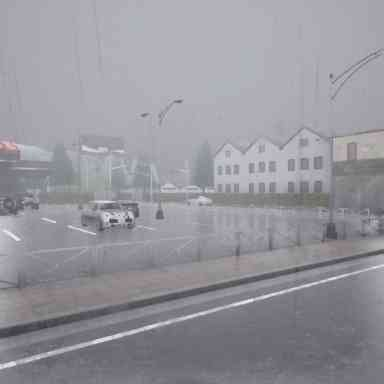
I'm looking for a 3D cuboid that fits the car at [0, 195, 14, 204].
[{"bbox_3d":[-38.453,1.498,66.624,4.611,1.667,2.242,0,0,-36],"label":"car"}]

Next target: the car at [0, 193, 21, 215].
[{"bbox_3d":[-17.251,1.114,30.317,1.932,1.855,4.605,0,0,-36],"label":"car"}]

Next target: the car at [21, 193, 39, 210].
[{"bbox_3d":[-19.147,1.095,38.631,1.905,1.878,3.866,0,0,-36],"label":"car"}]

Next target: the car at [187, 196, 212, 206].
[{"bbox_3d":[1.155,1.360,49.289,1.812,1.442,4.674,0,0,-35],"label":"car"}]

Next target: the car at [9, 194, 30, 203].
[{"bbox_3d":[-38.212,1.332,73.752,3.866,1.878,1.905,0,0,-36],"label":"car"}]

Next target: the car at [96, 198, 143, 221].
[{"bbox_3d":[-5.786,1.317,26.201,2.007,1.523,4.514,0,0,-36],"label":"car"}]

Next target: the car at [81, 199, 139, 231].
[{"bbox_3d":[-4.672,1.250,18.336,1.970,1.475,3.806,0,0,-36],"label":"car"}]
